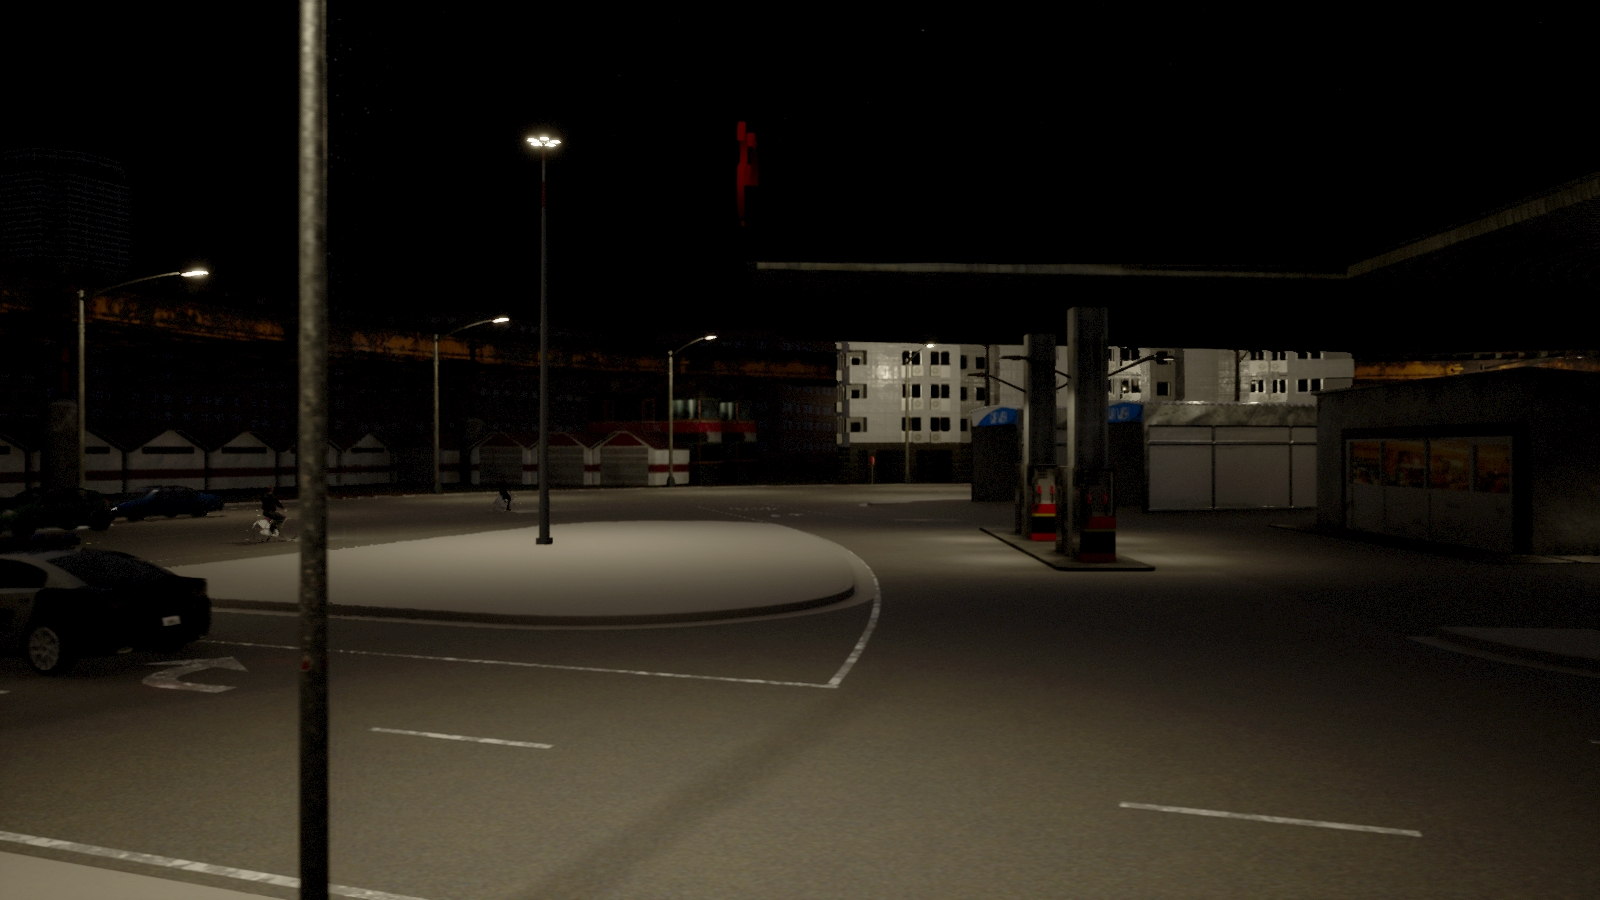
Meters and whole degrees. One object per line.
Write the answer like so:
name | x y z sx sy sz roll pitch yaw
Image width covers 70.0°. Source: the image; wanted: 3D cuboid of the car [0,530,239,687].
car | -10.472 2.013 15.492 5.238 1.638 2.097 0 0 20

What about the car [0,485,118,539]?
car | -25.907 2.076 39.240 1.851 1.617 3.988 0 0 21

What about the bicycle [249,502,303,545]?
bicycle | -16.162 2.253 35.299 0.329 1.196 1.835 0 0 20
